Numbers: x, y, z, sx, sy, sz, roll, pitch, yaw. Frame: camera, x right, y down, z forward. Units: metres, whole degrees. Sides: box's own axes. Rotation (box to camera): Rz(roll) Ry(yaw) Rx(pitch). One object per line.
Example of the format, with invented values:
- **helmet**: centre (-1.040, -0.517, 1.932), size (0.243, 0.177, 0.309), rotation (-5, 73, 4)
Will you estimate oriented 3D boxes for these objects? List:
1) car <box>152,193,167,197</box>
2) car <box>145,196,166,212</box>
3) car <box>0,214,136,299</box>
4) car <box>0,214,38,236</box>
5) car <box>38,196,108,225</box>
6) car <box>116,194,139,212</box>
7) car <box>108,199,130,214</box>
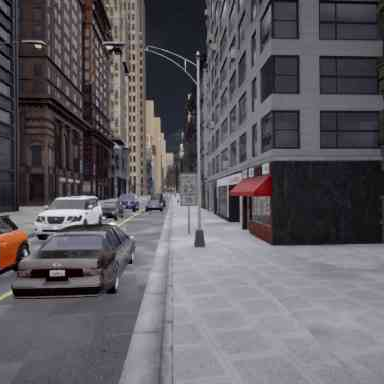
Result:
- **car**: centre (-4.969, 1.180, 48.861), size (2.150, 2.045, 5.566), rotation (-1, 0, -3)
- **car**: centre (-4.330, 1.535, 38.772), size (1.994, 1.385, 4.181), rotation (-1, 0, -3)
- **car**: centre (-2.639, 1.546, 8.659), size (2.033, 1.411, 5.357), rotation (-1, 0, -3)
- **car**: centre (-5.696, 1.379, 7.808), size (2.097, 1.767, 4.553), rotation (-1, 0, -3)
- **car**: centre (-6.259, 1.240, 17.587), size (2.150, 2.045, 5.566), rotation (-1, 0, -3)
- **car**: centre (-7.432, 1.220, 38.611), size (2.150, 2.045, 5.566), rotation (-1, 0, -3)
- **car**: centre (-6.851, 1.557, 27.889), size (2.033, 1.411, 5.357), rotation (-1, 0, -3)
